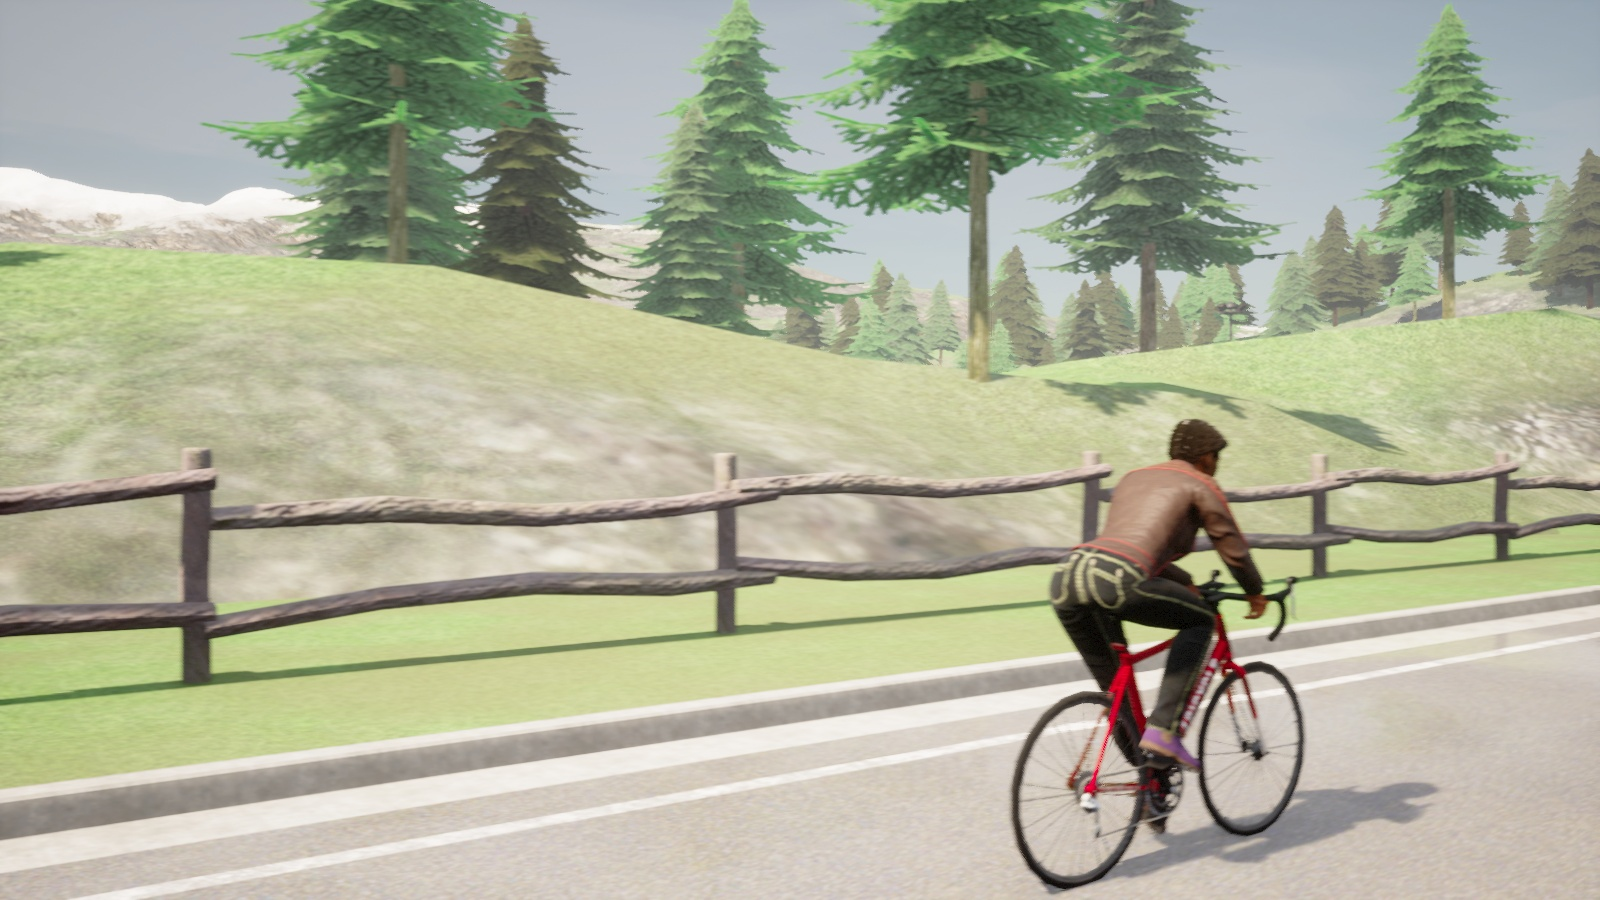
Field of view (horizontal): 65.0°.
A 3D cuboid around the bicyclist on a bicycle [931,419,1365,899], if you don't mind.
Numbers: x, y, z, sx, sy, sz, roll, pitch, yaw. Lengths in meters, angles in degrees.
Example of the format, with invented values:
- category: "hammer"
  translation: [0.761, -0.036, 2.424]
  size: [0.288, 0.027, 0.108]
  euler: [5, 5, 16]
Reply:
- category: "bicyclist on a bicycle"
  translation: [1.308, 0.705, 4.570]
  size: [1.656, 1.620, 0.582]
  euler: [-1, 0, -35]
